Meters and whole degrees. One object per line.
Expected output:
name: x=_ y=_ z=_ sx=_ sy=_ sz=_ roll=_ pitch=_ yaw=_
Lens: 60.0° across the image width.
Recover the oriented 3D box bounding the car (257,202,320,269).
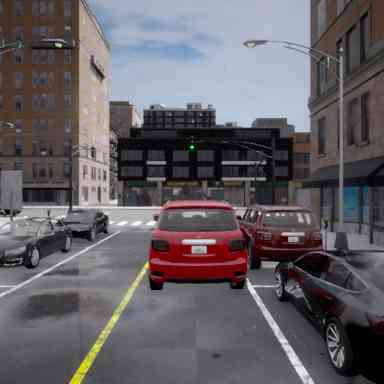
car: x=2.637 y=1.315 z=11.035 sx=2.192 sy=1.841 sz=5.009 roll=0 pitch=0 yaw=0

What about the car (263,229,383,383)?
car: x=2.636 y=1.566 z=5.373 sx=1.947 sy=1.339 sz=4.313 roll=0 pitch=0 yaw=0

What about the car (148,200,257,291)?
car: x=0.080 y=1.221 z=9.194 sx=2.150 sy=2.045 sz=5.566 roll=0 pitch=0 yaw=-1

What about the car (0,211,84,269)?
car: x=-5.388 y=1.551 z=11.036 sx=2.008 sy=1.369 sz=4.403 roll=0 pitch=0 yaw=0

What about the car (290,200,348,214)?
car: x=13.579 y=1.624 z=35.778 sx=5.357 sy=1.411 sz=2.033 roll=0 pitch=0 yaw=0

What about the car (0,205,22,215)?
car: x=-17.512 y=1.524 z=28.939 sx=4.718 sy=1.301 sz=1.895 roll=0 pitch=0 yaw=0

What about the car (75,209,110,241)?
car: x=-5.387 y=1.566 z=16.698 sx=1.947 sy=1.339 sz=4.313 roll=0 pitch=0 yaw=0

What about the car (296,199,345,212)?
car: x=15.043 y=1.562 z=39.036 sx=5.008 sy=1.535 sz=1.882 roll=0 pitch=0 yaw=0

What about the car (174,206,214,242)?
car: x=0.082 y=1.525 z=17.216 sx=1.812 sy=1.442 sz=4.674 roll=0 pitch=0 yaw=0
